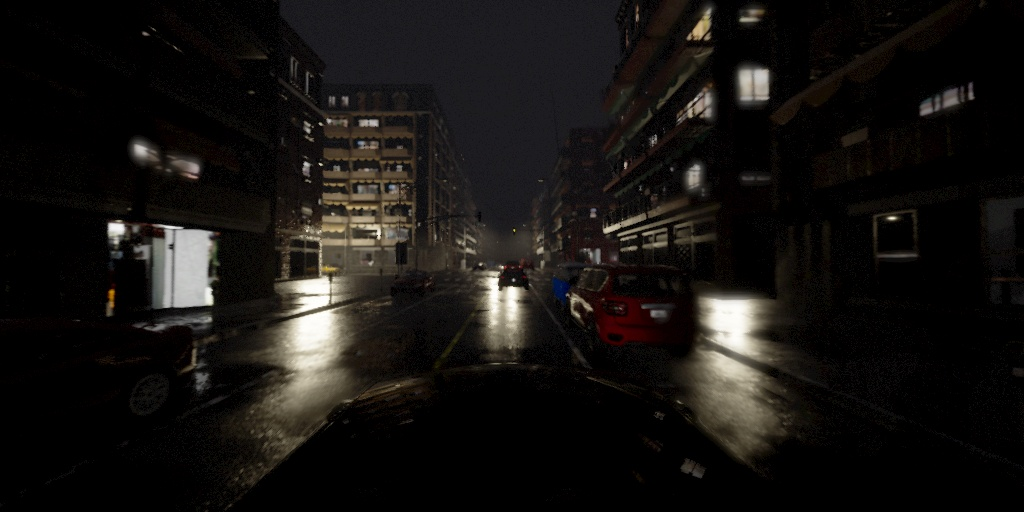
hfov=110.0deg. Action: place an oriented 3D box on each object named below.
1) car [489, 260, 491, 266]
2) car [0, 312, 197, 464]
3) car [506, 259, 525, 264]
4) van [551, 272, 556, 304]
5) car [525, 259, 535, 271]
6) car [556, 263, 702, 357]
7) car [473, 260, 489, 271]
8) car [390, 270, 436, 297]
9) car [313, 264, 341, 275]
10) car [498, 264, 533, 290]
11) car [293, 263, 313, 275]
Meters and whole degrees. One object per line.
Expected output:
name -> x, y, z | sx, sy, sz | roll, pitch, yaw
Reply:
car -> -5.311, 1.710, 63.376 | 1.948, 1.339, 4.313 | 0, 0, 0
car -> -5.313, 1.303, 3.143 | 1.888, 1.381, 4.507 | 0, 0, 0
car -> 0.099, 1.346, 41.452 | 2.097, 1.767, 4.553 | 0, -2, 0
van -> 2.535, 1.164, 14.150 | 1.690, 1.789, 3.998 | 0, 0, 0
car -> 2.570, 1.421, 57.860 | 2.192, 1.841, 5.009 | 0, 0, 0
car -> 2.535, 1.104, 8.619 | 2.192, 1.841, 5.009 | 0, 0, 0
car -> -5.311, 1.672, 57.815 | 1.948, 1.339, 4.313 | 0, 0, 0
car -> -5.313, 1.441, 19.736 | 1.802, 1.307, 4.207 | 0, 0, 0
car -> -24.440, 1.707, 45.538 | 4.829, 1.417, 1.751 | 0, 0, 0
car -> 0.102, 1.450, 23.909 | 1.994, 1.385, 4.181 | 0, 0, 0
car -> -24.287, 1.283, 37.660 | 5.009, 1.841, 2.192 | 0, 0, 0
